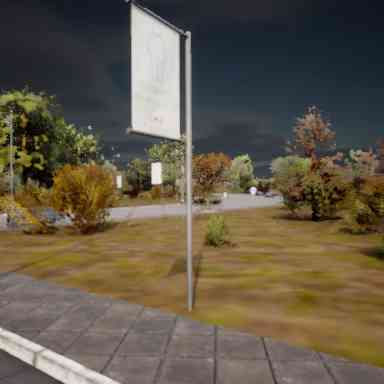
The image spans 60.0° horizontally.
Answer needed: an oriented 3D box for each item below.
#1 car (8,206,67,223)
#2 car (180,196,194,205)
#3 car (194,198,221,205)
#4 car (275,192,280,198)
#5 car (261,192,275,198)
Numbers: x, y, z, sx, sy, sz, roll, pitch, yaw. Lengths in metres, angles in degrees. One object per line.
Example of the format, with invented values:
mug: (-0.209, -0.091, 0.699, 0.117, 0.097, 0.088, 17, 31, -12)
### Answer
car: (-12.122, 1.770, 26.193, 1.994, 1.385, 4.181, -1, 0, 39)
car: (0.007, 1.520, 58.217, 1.882, 1.535, 5.008, -1, 1, 37)
car: (3.011, 1.601, 56.371, 1.895, 1.301, 4.718, -1, 1, 37)
car: (23.561, 0.732, 86.867, 1.882, 1.535, 5.008, 0, 1, 6)
car: (20.177, 0.835, 87.999, 1.994, 1.385, 4.181, 0, 1, 6)
